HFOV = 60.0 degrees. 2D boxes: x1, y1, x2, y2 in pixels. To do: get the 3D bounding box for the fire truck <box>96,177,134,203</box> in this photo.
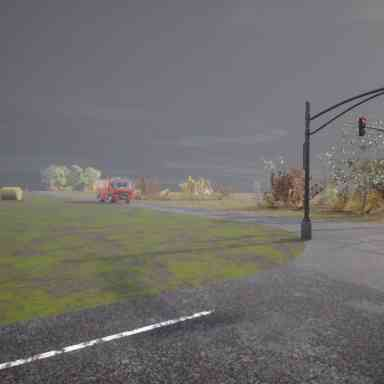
[{"bbox_3d":[-11.765,-0.354,50.031,2.891,3.827,8.468,1,0,-32],"label":"fire truck"}]
